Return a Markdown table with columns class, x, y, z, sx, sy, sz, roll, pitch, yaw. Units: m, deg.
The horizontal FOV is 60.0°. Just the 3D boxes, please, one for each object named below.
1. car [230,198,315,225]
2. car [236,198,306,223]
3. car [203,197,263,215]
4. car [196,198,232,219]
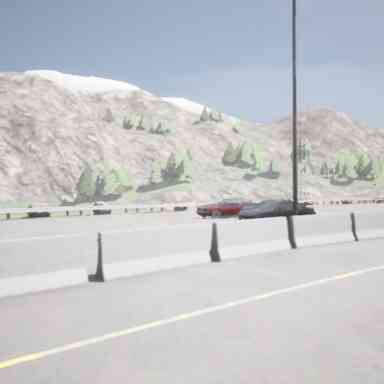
| class | x | y | z | sx | sy | sz | roll | pitch | yaw |
| --- | --- | --- | --- | --- | --- | --- | --- | --- | --- |
| car | 4.944 | 1.261 | 19.312 | 5.008 | 1.535 | 1.882 | -1 | 0 | -29 |
| car | 5.686 | 1.244 | 23.724 | 4.892 | 1.490 | 1.837 | 0 | 0 | -29 |
| car | 3.828 | 1.240 | 30.694 | 5.357 | 1.411 | 2.033 | -1 | 1 | -28 |
| car | 2.692 | 1.345 | 26.068 | 4.718 | 1.301 | 1.895 | -1 | 1 | -29 |
